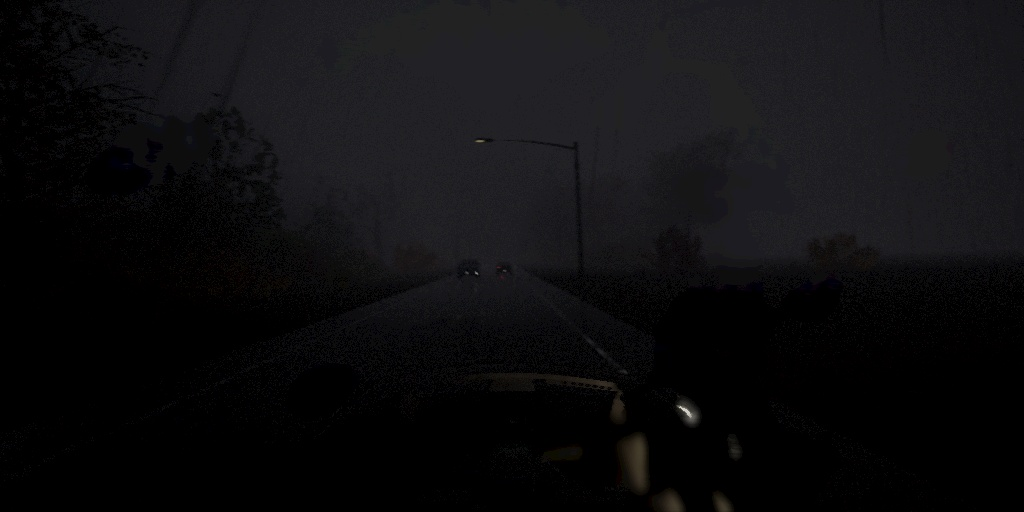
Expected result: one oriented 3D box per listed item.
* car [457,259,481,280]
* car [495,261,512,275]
[{"bbox_3d":[-4.458,1.319,37.645,2.150,2.045,5.566,-3,-1,-1],"label":"car"},{"bbox_3d":[-0.969,1.474,44.267,1.837,1.490,4.892,-3,0,-2],"label":"car"}]
